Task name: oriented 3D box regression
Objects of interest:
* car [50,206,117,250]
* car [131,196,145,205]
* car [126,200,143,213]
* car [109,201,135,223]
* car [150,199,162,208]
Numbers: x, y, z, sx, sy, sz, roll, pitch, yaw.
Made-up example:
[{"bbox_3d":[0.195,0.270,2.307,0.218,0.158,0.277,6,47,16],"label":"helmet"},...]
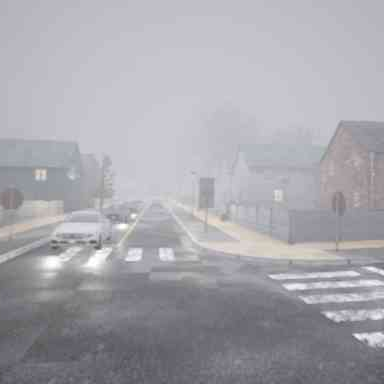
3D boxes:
[{"bbox_3d":[-4.613,1.540,14.458,1.812,1.442,4.674,1,0,-6],"label":"car"},{"bbox_3d":[-8.702,1.417,54.071,1.895,1.301,4.718,1,0,-6],"label":"car"},{"bbox_3d":[-7.204,1.680,38.999,2.033,1.411,5.357,1,0,-6],"label":"car"},{"bbox_3d":[-5.813,1.631,25.788,1.994,1.385,4.181,1,0,-6],"label":"car"},{"bbox_3d":[-5.673,1.798,52.469,2.033,1.411,5.357,1,0,-6],"label":"car"}]
